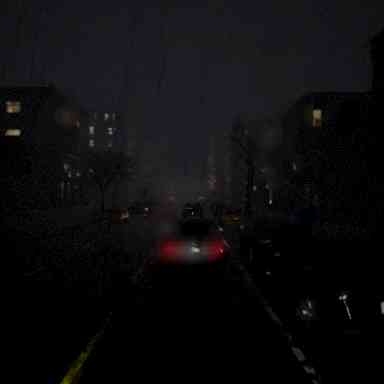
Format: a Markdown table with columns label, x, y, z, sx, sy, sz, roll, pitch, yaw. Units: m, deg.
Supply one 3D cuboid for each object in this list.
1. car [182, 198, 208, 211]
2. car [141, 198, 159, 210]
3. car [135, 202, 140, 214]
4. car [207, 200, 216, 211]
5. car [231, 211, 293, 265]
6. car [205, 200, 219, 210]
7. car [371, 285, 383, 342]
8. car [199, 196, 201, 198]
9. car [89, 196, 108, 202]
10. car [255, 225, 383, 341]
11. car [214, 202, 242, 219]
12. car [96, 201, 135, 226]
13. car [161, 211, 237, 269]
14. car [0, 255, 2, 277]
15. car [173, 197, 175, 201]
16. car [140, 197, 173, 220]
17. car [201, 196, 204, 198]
| label | x | y | z | sx | sy | sz | roll | pitch | yaw |
| --- | --- | --- | --- | --- | --- | --- | --- | --- | --- |
| car | 0.088 | 1.648 | 31.469 | 2.128 | 1.511 | 4.902 | 0 | 0 | 0 |
| car | -5.818 | 1.677 | 46.663 | 1.967 | 1.590 | 4.097 | 0 | 0 | 0 |
| car | -5.811 | 1.730 | 35.844 | 2.008 | 1.369 | 4.403 | 0 | 0 | 0 |
| car | 2.794 | 1.706 | 31.218 | 2.008 | 1.369 | 4.403 | 0 | 0 | 0 |
| car | 2.703 | 1.603 | 11.761 | 1.887 | 1.381 | 4.507 | 0 | 0 | 0 |
| car | 2.821 | 1.824 | 47.764 | 1.802 | 1.307 | 4.206 | 0 | 0 | 0 |
| car | 2.697 | 1.571 | 1.001 | 1.947 | 1.339 | 4.313 | 0 | 0 | 0 |
| car | 2.797 | 1.942 | 94.237 | 1.967 | 1.590 | 4.097 | 0 | 0 | 0 |
| car | -20.005 | 1.526 | 70.101 | 4.507 | 1.381 | 1.887 | 1 | -2 | -1 |
| car | 2.696 | 1.598 | 6.534 | 1.947 | 1.339 | 4.313 | 0 | 0 | 0 |
| car | 2.755 | 1.639 | 22.997 | 1.752 | 1.417 | 4.829 | 0 | 0 | 0 |
| car | -5.755 | 1.648 | 24.608 | 1.752 | 1.417 | 4.829 | 1 | 0 | 0 |
| car | 0.082 | 1.603 | 11.242 | 2.033 | 1.411 | 5.357 | 0 | 0 | 0 |
| car | -5.682 | 1.473 | 6.535 | 1.967 | 1.590 | 4.097 | 1 | 0 | 0 |
| car | -5.787 | 2.054 | 95.457 | 1.887 | 1.381 | 4.507 | 0 | 0 | 0 |
| car | -3.103 | 1.501 | 29.995 | 2.097 | 1.767 | 4.553 | 0 | 0 | 0 |
| car | 2.819 | 1.835 | 56.766 | 1.887 | 1.381 | 4.507 | 0 | 0 | 0 |
